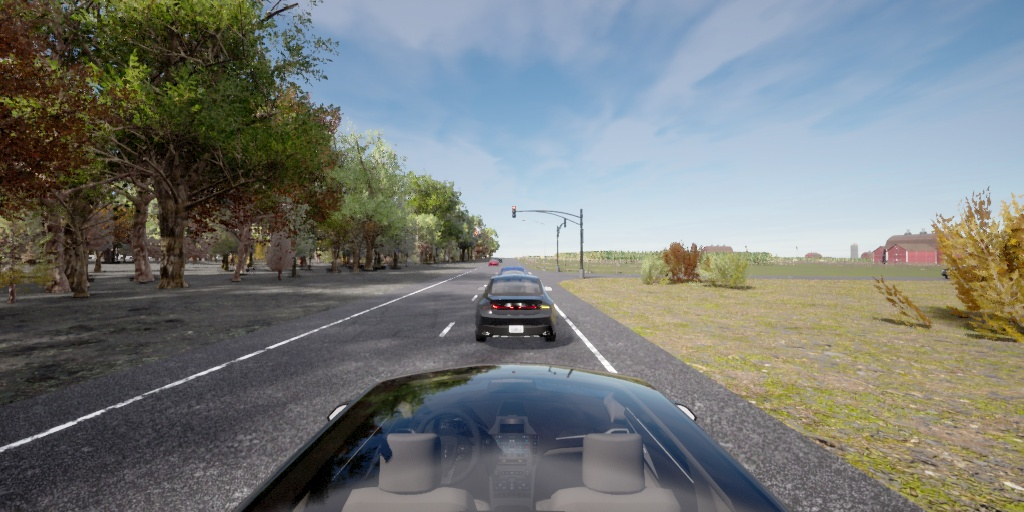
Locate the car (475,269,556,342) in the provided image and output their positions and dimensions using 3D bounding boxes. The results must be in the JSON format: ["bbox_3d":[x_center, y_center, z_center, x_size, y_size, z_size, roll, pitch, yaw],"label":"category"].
[{"bbox_3d":[0.081,1.257,9.793,1.837,1.490,4.892,0,0,0],"label":"car"}]

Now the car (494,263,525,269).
[{"bbox_3d":[0.076,1.280,19.042,1.812,1.442,4.674,0,0,0],"label":"car"}]

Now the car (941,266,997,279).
[{"bbox_3d":[48.434,1.768,37.793,4.902,1.511,2.128,1,-1,0],"label":"car"}]
